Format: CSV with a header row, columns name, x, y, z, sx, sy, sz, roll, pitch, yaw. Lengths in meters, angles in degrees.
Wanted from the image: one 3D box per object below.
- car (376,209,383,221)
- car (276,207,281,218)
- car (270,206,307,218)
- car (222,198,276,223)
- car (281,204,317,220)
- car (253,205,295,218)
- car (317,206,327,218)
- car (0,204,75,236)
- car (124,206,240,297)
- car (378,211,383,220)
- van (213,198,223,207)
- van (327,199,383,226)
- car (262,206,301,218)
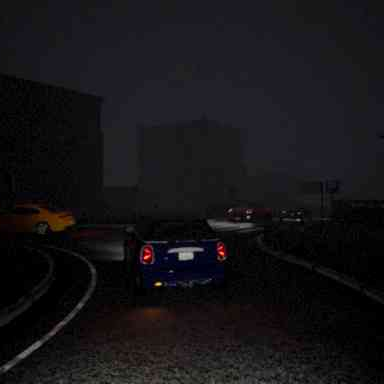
name,x,y,z,sx,sy,sz,roll,pitch,yaw
car,30.407,3.477,49.904,4.553,1.767,2.185,0,-3,35
car,8.871,2.333,41.033,5.366,1.575,1.946,0,-3,35
car,13.769,2.883,47.649,4.674,1.452,2.002,0,-3,35
car,4.706,1.506,26.858,2.097,1.767,4.553,0,-2,35
car,12.040,2.305,37.243,1.837,1.490,4.892,0,-3,35
car,10.652,2.538,43.184,4.792,1.488,2.163,0,-3,35
car,20.841,3.227,49.633,2.128,1.511,4.902,0,-3,36
car,-8.648,1.378,17.235,5.008,1.535,1.882,0,1,4
car,-0.648,1.310,8.829,2.097,1.767,4.553,0,0,-14
car,32.029,3.775,52.160,4.892,1.521,2.231,0,-3,35
van,4.053,1.618,34.082,4.442,1.987,1.878,0,-3,35
van,12.863,1.559,24.775,4.442,1.987,1.878,0,-3,35
car,12.235,2.720,45.474,4.674,1.452,2.002,0,-3,35
